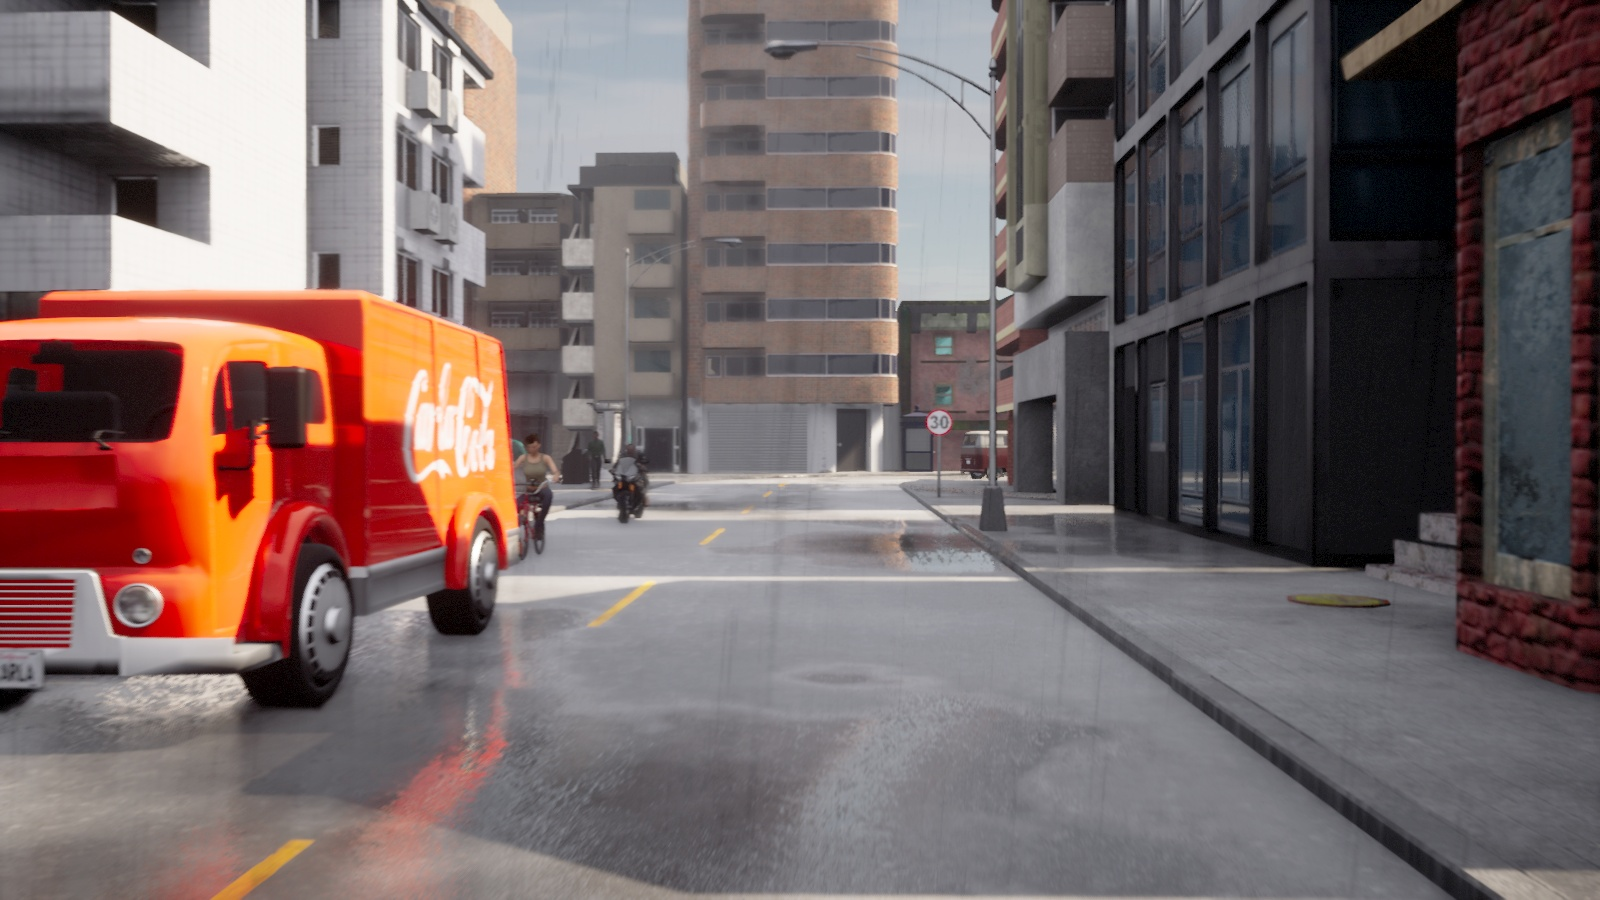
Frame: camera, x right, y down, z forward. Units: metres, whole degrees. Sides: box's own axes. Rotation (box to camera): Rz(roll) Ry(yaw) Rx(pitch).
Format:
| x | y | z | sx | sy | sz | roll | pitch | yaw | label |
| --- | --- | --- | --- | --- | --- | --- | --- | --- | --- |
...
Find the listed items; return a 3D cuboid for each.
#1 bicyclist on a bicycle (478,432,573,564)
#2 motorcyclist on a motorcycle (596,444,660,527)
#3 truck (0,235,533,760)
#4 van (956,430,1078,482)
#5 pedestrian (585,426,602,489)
| x | y | z | sx | sy | sz | roll | pitch | yaw | label |
| --- | --- | --- | --- | --- | --- | --- | --- | --- | --- |
| -3.504 | 0.588 | 16.168 | 0.866 | 1.612 | 1.509 | 0 | 0 | 1 | bicyclist on a bicycle |
| -3.265 | 0.642 | 24.028 | 0.866 | 1.530 | 2.191 | 0 | 0 | 2 | motorcyclist on a motorcycle |
| -3.730 | 0.208 | 8.530 | 2.627 | 2.467 | 5.204 | 0 | 0 | 1 | truck |
| 8.598 | 0.227 | 49.888 | 4.442 | 1.987 | 1.775 | 0 | 0 | -17 | van |
| -6.488 | 0.227 | 39.416 | 0.423 | 1.949 | 0.788 | 0 | 0 | -1 | pedestrian |
